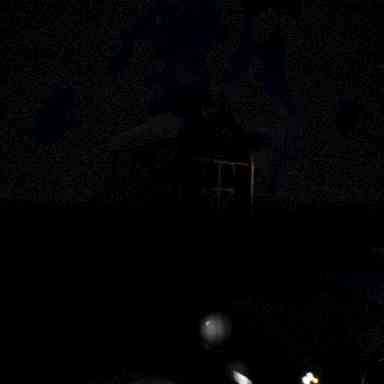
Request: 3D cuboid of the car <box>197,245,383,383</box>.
[{"bbox_3d":[2.691,1.572,4.983,5.357,1.411,2.033,0,0,-36],"label":"car"}]
